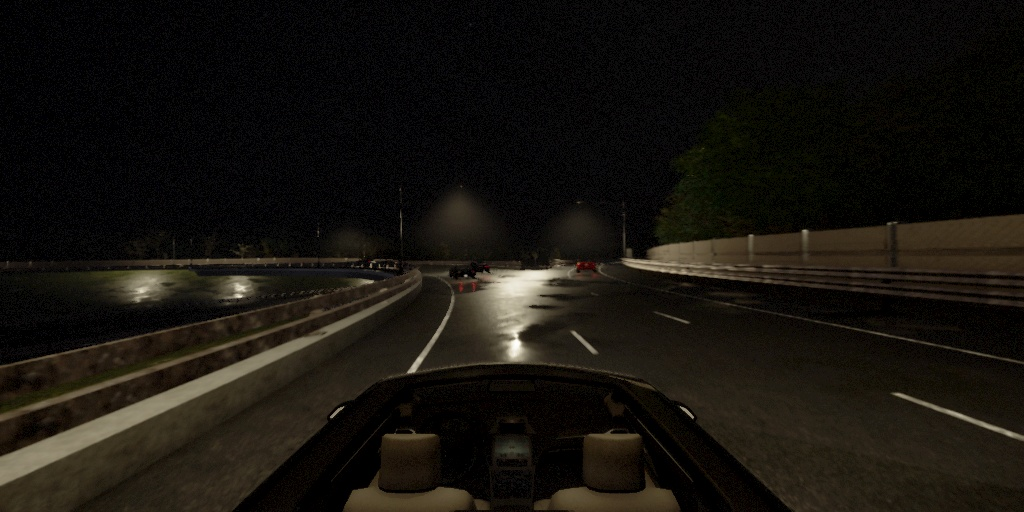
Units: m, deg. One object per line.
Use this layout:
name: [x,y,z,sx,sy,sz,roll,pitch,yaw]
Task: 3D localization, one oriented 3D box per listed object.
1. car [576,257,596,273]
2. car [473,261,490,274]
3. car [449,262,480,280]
car: [8.508,0.936,41.133,2.097,1.767,4.553,-1,0,11]
car: [-3.945,1.326,41.341,1.837,1.490,4.892,0,0,-21]
car: [-4.640,1.436,33.038,1.895,1.301,4.718,-1,0,-18]
